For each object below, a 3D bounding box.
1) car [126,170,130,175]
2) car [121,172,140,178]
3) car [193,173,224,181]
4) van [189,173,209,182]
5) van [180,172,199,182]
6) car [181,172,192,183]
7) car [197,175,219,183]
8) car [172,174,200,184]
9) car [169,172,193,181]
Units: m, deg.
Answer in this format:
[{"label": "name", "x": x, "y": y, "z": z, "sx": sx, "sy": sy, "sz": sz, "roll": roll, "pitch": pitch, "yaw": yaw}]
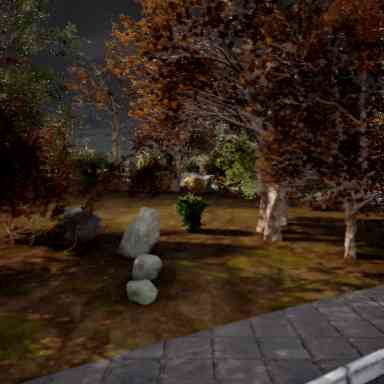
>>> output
[{"label": "car", "x": -13.463, "y": -3.432, "z": 71.045, "sx": 2.163, "sy": 1.488, "sz": 4.792, "roll": 5, "pitch": 4, "yaw": 42}, {"label": "car", "x": -16.971, "y": -4.693, "z": 91.807, "sx": 2.097, "sy": 1.535, "sz": 5.008, "roll": 5, "pitch": 4, "yaw": 42}, {"label": "car", "x": 2.821, "y": -1.977, "z": 56.207, "sx": 1.946, "sy": 1.575, "sz": 5.366, "roll": 6, "pitch": 4, "yaw": 42}, {"label": "van", "x": 1.628, "y": -3.284, "z": 75.261, "sx": 1.878, "sy": 1.987, "sz": 4.442, "roll": 5, "pitch": 4, "yaw": 42}, {"label": "van", "x": -0.584, "y": -3.463, "z": 76.935, "sx": 1.878, "sy": 1.987, "sz": 4.442, "roll": 5, "pitch": 4, "yaw": 42}, {"label": "car", "x": 1.101, "y": -2.172, "z": 58.250, "sx": 1.946, "sy": 1.575, "sz": 5.366, "roll": 6, "pitch": 4, "yaw": 42}, {"label": "car", "x": 3.601, "y": -2.876, "z": 73.343, "sx": 2.097, "sy": 1.535, "sz": 5.008, "roll": 5, "pitch": 4, "yaw": 42}, {"label": "car", "x": -1.081, "y": -2.360, "z": 59.953, "sx": 2.231, "sy": 1.521, "sz": 4.892, "roll": 6, "pitch": 4, "yaw": 42}, {"label": "car", "x": -2.580, "y": -3.671, "z": 78.846, "sx": 2.435, "sy": 2.045, "sz": 5.566, "roll": 5, "pitch": 4, "yaw": 42}]
